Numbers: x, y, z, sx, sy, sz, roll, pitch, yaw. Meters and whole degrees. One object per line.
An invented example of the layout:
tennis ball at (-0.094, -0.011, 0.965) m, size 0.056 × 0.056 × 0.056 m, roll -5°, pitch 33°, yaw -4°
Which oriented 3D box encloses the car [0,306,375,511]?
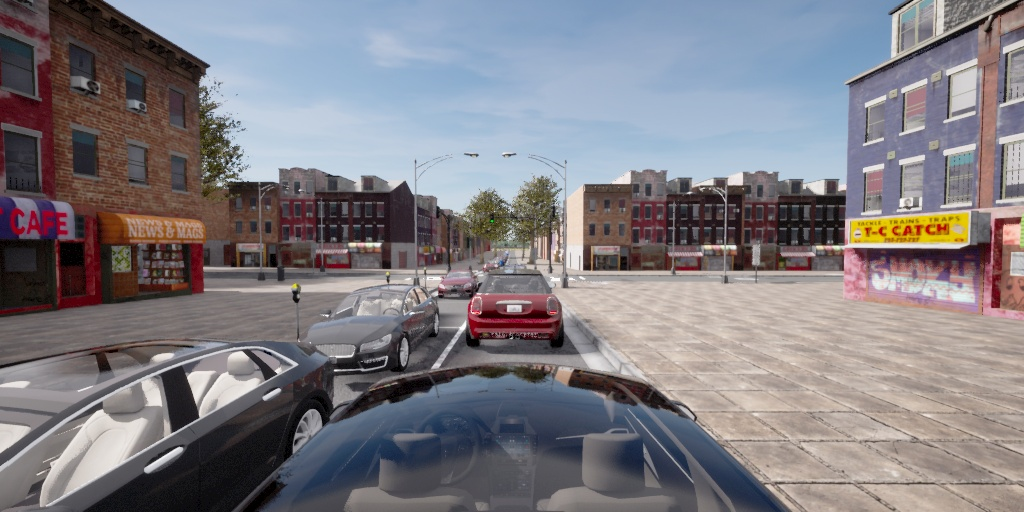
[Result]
car at (-2.640, 1.300, 1.988) m, size 2.007 × 1.370 × 4.403 m, roll 0°, pitch 0°, yaw 0°

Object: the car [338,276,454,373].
car at (-2.632, 1.298, 7.436) m, size 2.007 × 1.370 × 4.403 m, roll 0°, pitch 0°, yaw 0°

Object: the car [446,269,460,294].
car at (-2.617, 1.332, 18.330) m, size 1.802 × 1.307 × 4.207 m, roll 0°, pitch 0°, yaw 0°

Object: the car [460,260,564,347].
car at (0.109, 1.099, 9.481) m, size 2.097 × 1.767 × 4.553 m, roll 0°, pitch 0°, yaw 2°

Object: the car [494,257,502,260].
car at (-2.578, 1.233, 45.106) m, size 1.967 × 1.591 × 4.097 m, roll 0°, pitch 0°, yaw 0°
